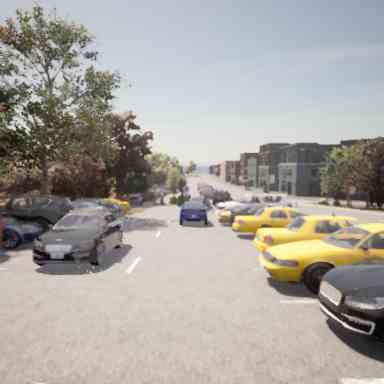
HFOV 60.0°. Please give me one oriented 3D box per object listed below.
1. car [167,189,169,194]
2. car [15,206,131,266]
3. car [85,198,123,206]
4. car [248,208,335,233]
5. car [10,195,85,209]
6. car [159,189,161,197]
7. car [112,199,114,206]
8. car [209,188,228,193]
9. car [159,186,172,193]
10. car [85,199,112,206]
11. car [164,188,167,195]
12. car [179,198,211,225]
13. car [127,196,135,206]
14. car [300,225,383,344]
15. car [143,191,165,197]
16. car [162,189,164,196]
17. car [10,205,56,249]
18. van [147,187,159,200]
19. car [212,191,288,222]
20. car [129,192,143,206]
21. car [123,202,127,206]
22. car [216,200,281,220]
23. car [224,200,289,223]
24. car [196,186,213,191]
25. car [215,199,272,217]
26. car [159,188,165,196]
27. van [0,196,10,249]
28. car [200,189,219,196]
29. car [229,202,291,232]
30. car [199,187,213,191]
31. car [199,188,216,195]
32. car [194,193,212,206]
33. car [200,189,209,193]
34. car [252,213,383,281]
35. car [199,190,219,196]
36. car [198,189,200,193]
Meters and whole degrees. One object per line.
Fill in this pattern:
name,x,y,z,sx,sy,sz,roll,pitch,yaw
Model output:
car,-8.786,0.331,79.325,5.008,1.535,2.097,0,1,0
car,-3.599,1.432,11.340,2.128,1.511,4.902,0,0,0
car,-8.512,1.443,27.416,4.792,1.488,2.163,0,0,0
car,4.725,1.418,10.632,5.366,1.575,1.946,0,0,0
car,-8.569,1.166,16.336,5.566,2.045,2.435,0,0,0
car,-8.807,0.636,62.596,4.674,1.452,2.002,0,0,0
car,-8.538,1.454,24.646,4.674,1.452,2.002,0,0,0
car,4.116,0.773,45.048,2.150,2.045,5.566,1,3,13
car,-8.595,-0.155,93.260,5.366,1.575,1.946,0,2,0
car,-8.355,1.412,21.876,5.366,1.575,1.946,0,0,0
car,-8.981,0.454,73.880,5.366,1.575,1.946,0,1,0
car,0.099,1.412,23.683,1.882,1.535,5.008,0,0,0
car,-8.536,1.411,32.833,5.008,1.535,2.097,0,0,0
car,4.546,1.441,5.212,4.892,1.521,2.231,0,0,0
car,-8.764,0.431,76.536,4.792,1.488,2.163,0,1,0
car,-8.828,0.574,68.293,4.792,1.488,2.163,0,1,0
car,-8.512,1.448,13.567,4.792,1.488,2.163,0,0,0
van,-8.680,0.393,59.921,4.442,1.987,1.878,1,1,0
car,4.510,1.162,24.634,5.566,2.045,2.435,0,0,0
car,-7.856,0.907,45.815,2.097,1.767,4.553,0,2,-6
car,-8.572,1.287,30.062,4.553,1.767,2.185,0,0,0
car,4.533,1.412,27.410,5.008,1.535,2.097,0,0,0
car,4.533,1.416,19.081,4.892,1.521,2.231,0,0,0
car,4.254,0.253,71.134,5.566,2.045,2.435,0,1,0
car,4.568,1.441,30.186,4.792,1.488,2.163,0,0,0
car,-8.983,0.502,71.085,5.366,1.575,1.946,0,1,0
van,-8.657,1.196,10.673,4.442,1.987,1.878,0,0,0
car,4.322,0.120,82.282,4.553,1.767,2.185,0,2,0
car,4.725,1.413,16.306,5.366,1.575,1.946,0,0,0
car,4.247,0.447,65.564,4.553,1.767,2.185,0,1,0
car,4.267,-0.170,90.638,4.553,1.767,2.185,0,2,0
car,0.959,1.278,39.672,1.882,1.535,5.008,1,2,14
car,4.303,0.645,59.996,4.792,1.488,2.163,0,0,0
car,4.354,1.424,7.980,5.366,1.575,1.946,0,0,0
car,4.323,0.187,85.073,4.792,1.488,2.163,0,2,0
car,4.286,0.543,68.344,5.008,1.535,2.097,0,1,0
